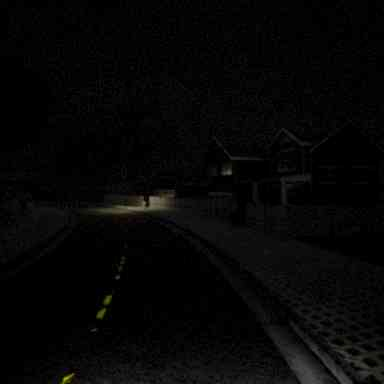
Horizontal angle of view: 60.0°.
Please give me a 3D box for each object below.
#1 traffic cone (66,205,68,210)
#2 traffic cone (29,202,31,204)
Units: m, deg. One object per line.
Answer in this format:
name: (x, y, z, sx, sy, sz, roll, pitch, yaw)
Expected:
traffic cone: (-14.347, 1.807, 38.063, 0.340, 0.580, 0.340, 0, 0, -30)
traffic cone: (-26.031, 1.753, 53.473, 0.340, 0.580, 0.340, -1, 1, -44)
